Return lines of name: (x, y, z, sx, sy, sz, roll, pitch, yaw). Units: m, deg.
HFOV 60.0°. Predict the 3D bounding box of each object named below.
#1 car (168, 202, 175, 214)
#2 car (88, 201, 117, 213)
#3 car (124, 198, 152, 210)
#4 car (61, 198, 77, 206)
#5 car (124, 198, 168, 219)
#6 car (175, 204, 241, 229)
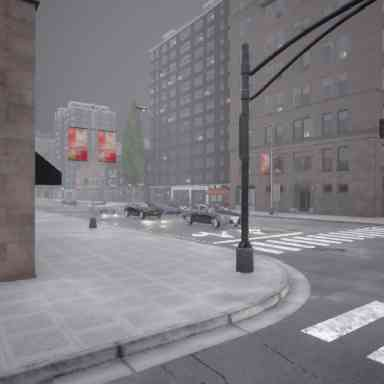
car: (-2.841, 1.680, 34.131, 1.994, 1.385, 4.181, 0, 0, -36)
car: (-10.480, 1.741, 38.868, 1.895, 1.301, 4.718, 0, 0, -36)
car: (-7.601, 1.674, 46.331, 1.837, 1.490, 4.892, 0, 0, -36)
car: (-23.030, 1.790, 62.242, 2.033, 1.411, 5.357, 0, 0, -36)
car: (-4.578, 1.579, 30.634, 1.882, 1.535, 5.008, 0, 0, -35)
car: (1.246, 1.554, 22.524, 2.128, 1.511, 4.902, 0, 0, -36)
